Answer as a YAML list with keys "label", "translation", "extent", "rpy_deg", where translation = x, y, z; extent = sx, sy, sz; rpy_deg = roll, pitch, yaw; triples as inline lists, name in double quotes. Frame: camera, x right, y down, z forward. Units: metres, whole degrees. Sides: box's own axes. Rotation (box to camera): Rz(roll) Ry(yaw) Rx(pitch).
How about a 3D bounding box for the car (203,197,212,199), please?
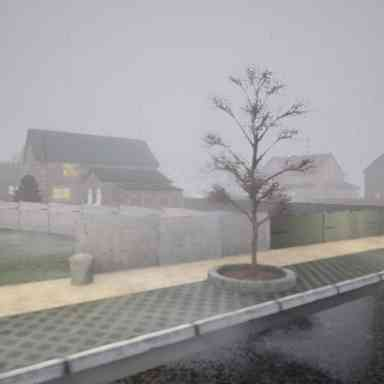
- label: "car"
  translation: [2.115, 1.456, 49.626]
  extent: [1.994, 1.385, 4.181]
  rpy_deg: [1, 0, -34]
